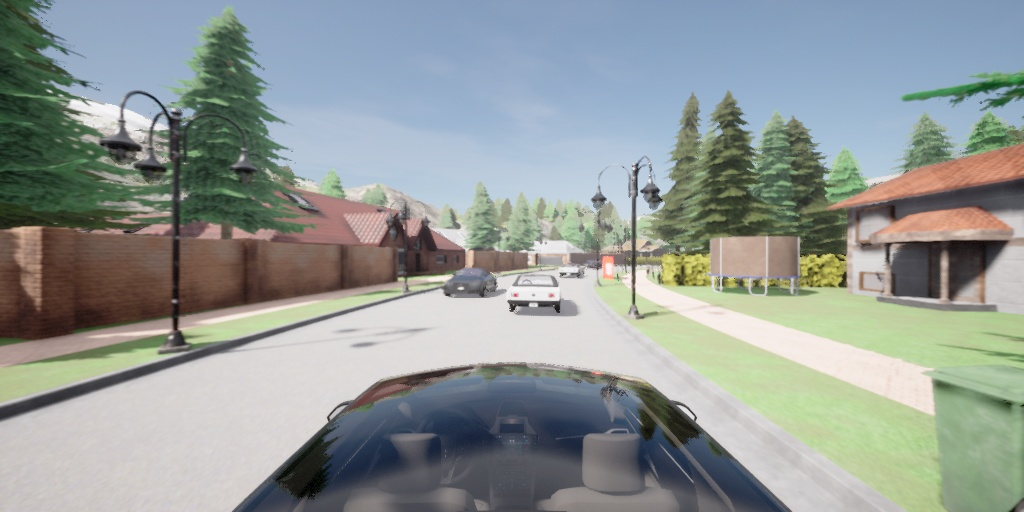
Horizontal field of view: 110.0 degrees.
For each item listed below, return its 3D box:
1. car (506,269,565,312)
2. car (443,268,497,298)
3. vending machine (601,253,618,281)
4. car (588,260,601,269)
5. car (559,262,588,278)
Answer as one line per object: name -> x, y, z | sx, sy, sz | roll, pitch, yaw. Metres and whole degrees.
car -> 0.999, 1.359, 14.289 | 1.895, 1.301, 4.718 | 0, 0, 7
car -> -2.057, 1.312, 18.570 | 1.994, 1.385, 4.181 | 0, 0, 9
vending machine -> 7.967, 0.985, 29.642 | 1.100, 2.100, 0.880 | 0, 0, 17
car -> 12.653, 1.309, 56.882 | 2.128, 1.511, 4.902 | 0, 0, 33
car -> 5.999, 1.385, 35.341 | 1.895, 1.301, 4.718 | 0, 0, 20
